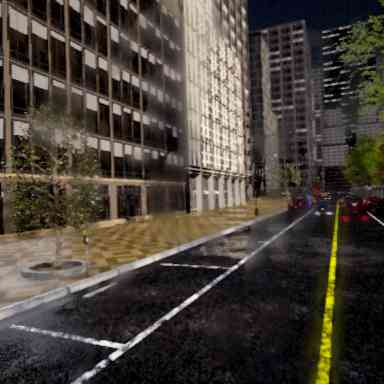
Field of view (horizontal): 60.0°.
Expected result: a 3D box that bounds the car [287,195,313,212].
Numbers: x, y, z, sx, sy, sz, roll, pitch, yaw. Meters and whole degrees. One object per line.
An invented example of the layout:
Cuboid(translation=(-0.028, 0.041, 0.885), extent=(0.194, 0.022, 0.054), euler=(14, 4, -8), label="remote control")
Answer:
Cuboid(translation=(12.330, 1.289, 38.543), extent=(2.192, 1.841, 5.009), euler=(-2, -1, 24), label="car")

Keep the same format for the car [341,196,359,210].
Cuboid(translation=(19.398, 1.265, 41.011), extent=(1.837, 1.490, 4.892), euler=(-2, 0, 24), label="car")

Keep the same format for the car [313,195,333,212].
Cuboid(translation=(15.045, 1.425, 38.029), extent=(2.033, 1.411, 5.357), euler=(-2, -1, 24), label="car")

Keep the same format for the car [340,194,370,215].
Cuboid(translation=(15.371, 1.155, 31.704), extent=(2.097, 1.767, 4.553), euler=(-2, -1, 24), label="car")

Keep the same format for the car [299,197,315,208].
Cuboid(translation=(16.815, 1.503, 48.679), extent=(1.802, 1.307, 4.206), euler=(-2, -1, 24), label="car")

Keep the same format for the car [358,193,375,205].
Cuboid(translation=(26.354, 1.056, 50.441), extent=(1.967, 1.590, 4.097), euler=(-2, -1, 24), label="car")

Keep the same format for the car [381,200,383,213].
Cuboid(translation=(12.910, 1.335, 19.978), extent=(1.947, 1.339, 4.313), euler=(-2, -1, 24), label="car")

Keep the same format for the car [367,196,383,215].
Cuboid(translation=(17.393, 1.286, 30.132), extent=(1.947, 1.339, 4.313), euler=(-2, -1, 24), label="car")

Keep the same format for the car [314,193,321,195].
Cuboid(translation=(25.889, 1.125, 68.897), extent=(2.192, 1.841, 5.009), euler=(-2, -1, 24), label="car")
